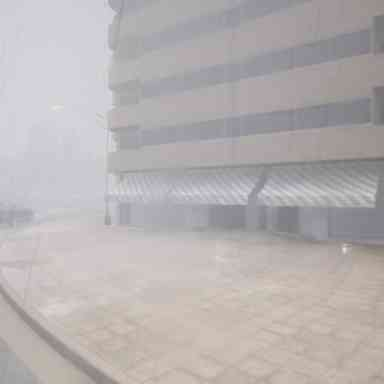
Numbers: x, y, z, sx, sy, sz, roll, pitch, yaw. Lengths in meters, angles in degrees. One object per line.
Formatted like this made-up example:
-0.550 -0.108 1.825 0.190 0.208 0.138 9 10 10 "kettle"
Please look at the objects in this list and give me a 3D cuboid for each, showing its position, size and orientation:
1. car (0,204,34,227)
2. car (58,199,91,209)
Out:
-12.885 1.554 23.554 1.882 1.535 5.008 0 0 -6 "car"
-17.280 1.752 48.958 1.895 1.301 4.718 0 0 30 "car"
